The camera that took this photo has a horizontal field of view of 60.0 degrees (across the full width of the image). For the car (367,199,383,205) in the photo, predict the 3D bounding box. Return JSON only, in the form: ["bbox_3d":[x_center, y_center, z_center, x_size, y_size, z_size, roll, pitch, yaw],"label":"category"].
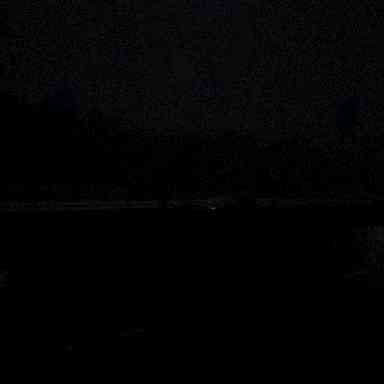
[{"bbox_3d":[32.194,1.852,56.954,5.357,1.411,2.033,0,0,-35],"label":"car"}]

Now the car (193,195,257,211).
[{"bbox_3d":[3.201,1.274,27.773,5.566,2.045,2.150,0,0,-36],"label":"car"}]

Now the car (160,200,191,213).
[{"bbox_3d":[-0.856,1.530,33.476,5.008,1.535,1.882,0,0,-35],"label":"car"}]

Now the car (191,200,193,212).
[{"bbox_3d":[2.580,1.412,31.628,4.553,1.767,2.097,0,0,-35],"label":"car"}]

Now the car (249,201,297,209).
[{"bbox_3d":[6.882,1.625,26.099,4.181,1.385,1.994,0,0,-35],"label":"car"}]
